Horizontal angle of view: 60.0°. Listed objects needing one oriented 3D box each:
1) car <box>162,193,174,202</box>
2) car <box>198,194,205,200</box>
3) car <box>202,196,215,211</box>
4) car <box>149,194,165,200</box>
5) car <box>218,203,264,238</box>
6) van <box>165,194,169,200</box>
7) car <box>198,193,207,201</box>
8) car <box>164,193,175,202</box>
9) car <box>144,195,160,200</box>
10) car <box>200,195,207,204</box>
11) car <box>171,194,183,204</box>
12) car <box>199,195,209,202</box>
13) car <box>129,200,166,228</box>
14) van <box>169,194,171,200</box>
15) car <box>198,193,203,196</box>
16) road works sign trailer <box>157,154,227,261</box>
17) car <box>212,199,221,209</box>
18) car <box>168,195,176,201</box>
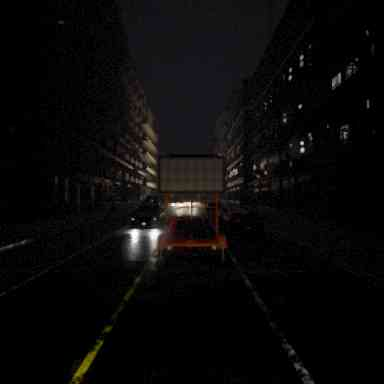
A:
[{"bbox_3d":[-5.293,1.271,72.823,2.192,1.841,5.009,1,0,0],"label":"car"},{"bbox_3d":[2.582,1.489,61.701,1.887,1.381,4.507,1,0,0],"label":"car"},{"bbox_3d":[2.583,1.488,39.577,1.887,1.381,4.507,1,0,0],"label":"car"},{"bbox_3d":[-5.291,1.256,45.172,2.192,1.841,5.009,2,0,0],"label":"car"},{"bbox_3d":[2.584,1.509,17.455,1.887,1.381,4.507,1,0,0],"label":"car"},{"bbox_3d":[-5.292,1.282,56.230,1.690,1.788,3.998,2,0,0],"label":"van"},{"bbox_3d":[2.552,1.286,83.825,2.192,1.841,5.009,1,0,0],"label":"car"},{"bbox_3d":[-5.293,1.278,78.353,2.192,1.841,5.009,1,0,0],"label":"car"},{"bbox_3d":[-5.297,1.469,39.470,1.752,1.417,4.829,2,0,0],"label":"car"},{"bbox_3d":[2.582,1.491,45.109,2.008,1.369,4.403,1,0,0],"label":"car"},{"bbox_3d":[-2.789,1.508,62.998,1.994,1.385,4.181,0,0,1],"label":"car"},{"bbox_3d":[2.592,1.395,72.763,1.967,1.590,4.097,1,0,0],"label":"car"},{"bbox_3d":[-2.849,1.504,22.337,2.033,1.411,5.357,0,0,0],"label":"car"},{"bbox_3d":[-5.294,1.285,61.762,1.690,1.788,3.998,1,0,0],"label":"van"},{"bbox_3d":[2.582,1.493,67.231,1.887,1.381,4.507,1,0,0],"label":"car"},{"bbox_3d":[-0.004,0.437,12.120,2.380,3.560,2.880,0,0,0],"label":"road works sign trailer"},{"bbox_3d":[2.584,1.481,23.157,1.752,1.417,4.829,1,0,0],"label":"car"},{"bbox_3d":[-5.300,1.548,89.415,1.947,1.339,4.313,1,0,0],"label":"car"}]
